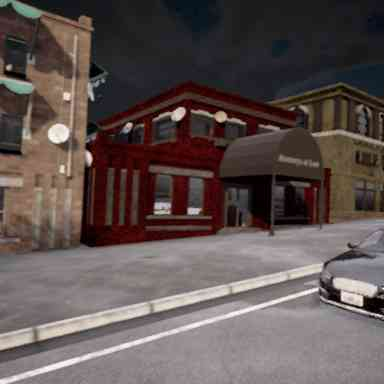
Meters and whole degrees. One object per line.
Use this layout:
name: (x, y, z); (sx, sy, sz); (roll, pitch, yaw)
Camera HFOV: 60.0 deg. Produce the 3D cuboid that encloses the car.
car: (4.606, 1.479, 6.894); (4.902, 1.511, 2.128); (0, 0, -36)
